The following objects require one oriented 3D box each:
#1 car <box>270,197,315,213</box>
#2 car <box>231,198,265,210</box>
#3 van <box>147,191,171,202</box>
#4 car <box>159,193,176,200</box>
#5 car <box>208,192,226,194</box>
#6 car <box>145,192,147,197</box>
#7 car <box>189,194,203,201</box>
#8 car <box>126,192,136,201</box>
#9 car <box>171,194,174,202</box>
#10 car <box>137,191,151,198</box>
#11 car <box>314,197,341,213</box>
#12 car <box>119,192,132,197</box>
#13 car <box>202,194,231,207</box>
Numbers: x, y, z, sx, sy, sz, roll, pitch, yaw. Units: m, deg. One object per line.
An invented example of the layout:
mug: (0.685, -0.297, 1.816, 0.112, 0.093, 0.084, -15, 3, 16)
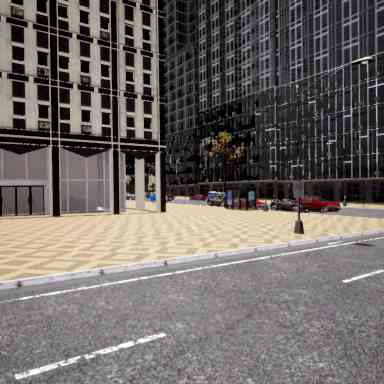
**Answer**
car: (10.185, 1.424, 34.907, 1.947, 1.339, 4.313, 0, 1, -35)
car: (6.971, 1.388, 39.597, 1.802, 1.307, 4.206, 0, 1, -35)
van: (-5.846, 0.937, 58.369, 1.690, 1.788, 3.998, 0, 1, -35)
car: (-5.403, 0.936, 72.486, 1.802, 1.307, 4.206, 0, 1, -35)
car: (4.699, 1.197, 47.645, 1.837, 1.490, 4.892, -1, 1, -34)
car: (-8.631, 0.615, 77.161, 2.192, 1.841, 5.009, 0, 1, -35)
car: (1.052, 1.043, 63.129, 1.802, 1.307, 4.206, 0, 1, -35)
car: (-12.301, 1.040, 67.728, 2.008, 1.369, 4.403, 0, 1, -35)
car: (-5.328, 1.080, 62.344, 1.837, 1.490, 4.892, -1, 1, -35)
car: (-11.859, 0.686, 81.840, 1.967, 1.590, 4.097, 0, 1, -35)
car: (13.248, 1.305, 35.242, 1.882, 1.535, 5.008, -1, 1, -35)
car: (-18.313, 0.689, 91.198, 2.008, 1.369, 4.403, 0, 1, -35)
car: (3.792, 1.320, 44.308, 1.947, 1.339, 4.313, 0, 1, -35)
